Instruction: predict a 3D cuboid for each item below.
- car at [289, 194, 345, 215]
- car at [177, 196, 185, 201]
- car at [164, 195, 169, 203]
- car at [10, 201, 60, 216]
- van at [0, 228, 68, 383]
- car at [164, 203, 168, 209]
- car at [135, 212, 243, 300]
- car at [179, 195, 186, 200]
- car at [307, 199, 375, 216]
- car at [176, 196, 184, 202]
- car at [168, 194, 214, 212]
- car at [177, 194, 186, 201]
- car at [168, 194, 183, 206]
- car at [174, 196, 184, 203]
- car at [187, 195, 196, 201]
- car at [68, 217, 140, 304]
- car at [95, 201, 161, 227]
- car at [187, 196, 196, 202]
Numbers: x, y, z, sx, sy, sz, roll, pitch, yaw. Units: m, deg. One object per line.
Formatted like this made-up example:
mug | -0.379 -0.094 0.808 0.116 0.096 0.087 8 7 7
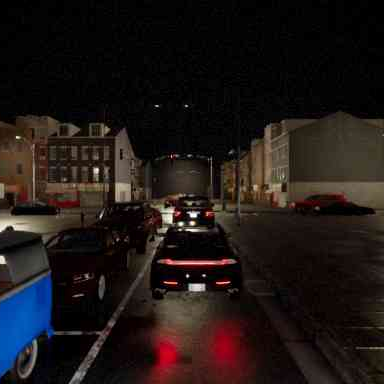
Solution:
car | 12.803 1.238 33.823 5.566 2.045 2.150 0 0 0
car | -2.736 1.640 83.434 1.947 1.339 4.313 0 0 0
car | -2.695 1.333 45.446 2.192 1.841 5.009 0 0 0
car | -14.487 1.571 30.891 4.181 1.385 1.994 0 0 0
van | -2.647 1.341 2.735 1.690 1.788 3.998 0 0 0
car | -2.664 1.546 19.036 1.887 1.381 4.507 0 0 0
car | 0.089 1.491 8.364 2.128 1.511 4.902 0 0 0
car | -2.749 1.536 94.288 1.967 1.590 4.097 0 0 0
car | 13.960 1.584 30.873 5.357 1.411 2.033 0 0 0
car | -2.730 1.589 77.838 1.752 1.417 4.829 0 0 0
car | 0.079 1.223 18.557 2.150 2.045 5.566 0 0 0
car | -2.744 1.400 88.861 2.192 1.841 5.009 0 0 0
car | -2.707 1.345 56.300 2.192 1.841 5.009 0 0 0
car | -2.724 1.605 72.580 2.008 1.369 4.403 0 0 0
car | -0.095 1.437 86.166 2.128 1.511 4.902 0 0 0
car | -2.652 1.544 8.169 1.887 1.381 4.507 0 0 0
car | -2.659 1.315 13.603 2.192 1.841 5.009 0 0 0
car | -0.084 1.648 76.193 1.895 1.301 4.718 0 0 0
